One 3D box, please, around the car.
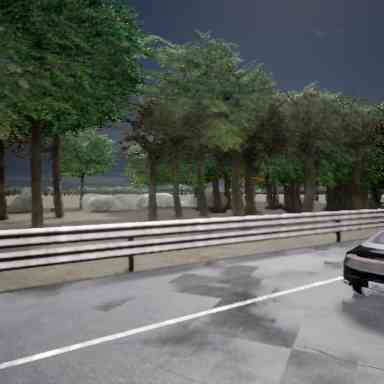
[{"bbox_3d":[5.346,1.490,7.377,4.902,1.511,2.128,0,0,-34],"label":"car"}]
